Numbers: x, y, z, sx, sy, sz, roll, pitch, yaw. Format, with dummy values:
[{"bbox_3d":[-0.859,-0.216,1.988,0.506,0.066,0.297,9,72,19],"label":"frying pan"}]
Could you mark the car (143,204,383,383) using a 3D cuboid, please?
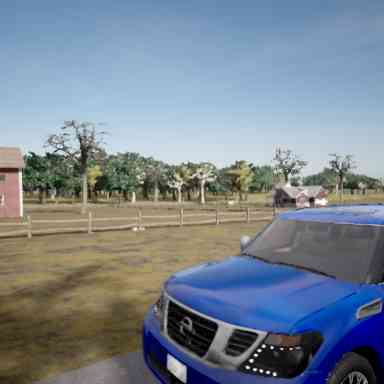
[{"bbox_3d":[2.112,1.227,4.576,5.566,2.045,2.150,0,0,-35],"label":"car"}]
